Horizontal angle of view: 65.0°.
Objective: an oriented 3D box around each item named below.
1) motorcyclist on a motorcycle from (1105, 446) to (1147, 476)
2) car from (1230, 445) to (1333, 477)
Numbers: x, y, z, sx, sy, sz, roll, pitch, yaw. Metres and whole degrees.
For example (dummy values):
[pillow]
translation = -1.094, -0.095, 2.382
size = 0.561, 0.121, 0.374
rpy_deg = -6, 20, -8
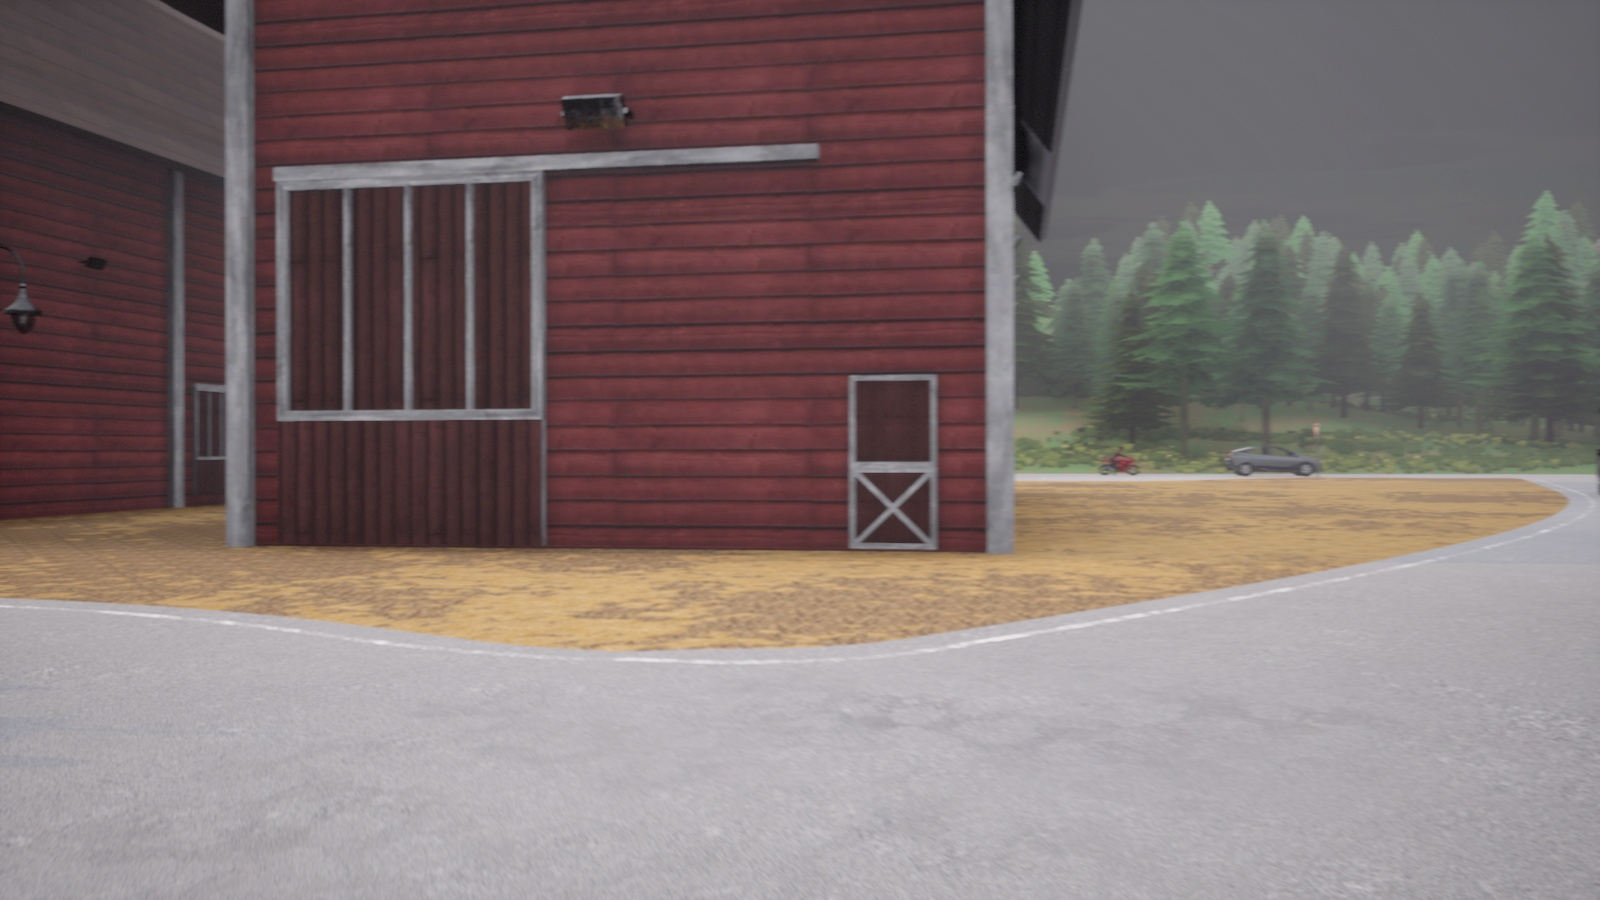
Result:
[motorcyclist on a motorcycle]
translation = 16.606, 0.572, 63.960
size = 2.044, 1.523, 0.797
rpy_deg = 0, 0, 10
[car]
translation = 23.928, 0.532, 62.604
size = 4.514, 1.525, 2.007
rpy_deg = 0, 0, 10
